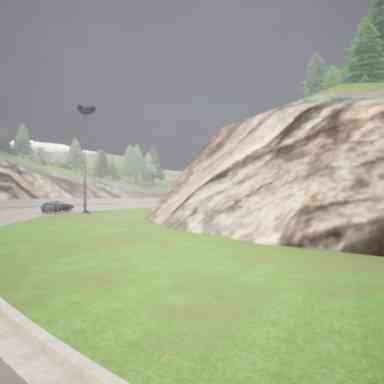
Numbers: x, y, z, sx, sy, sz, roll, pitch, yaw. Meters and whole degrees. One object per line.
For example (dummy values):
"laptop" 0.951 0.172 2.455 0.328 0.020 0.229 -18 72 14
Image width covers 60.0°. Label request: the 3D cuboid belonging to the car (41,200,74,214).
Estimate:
"car" -15.986 1.752 39.710 2.128 1.511 4.902 0 -1 9
